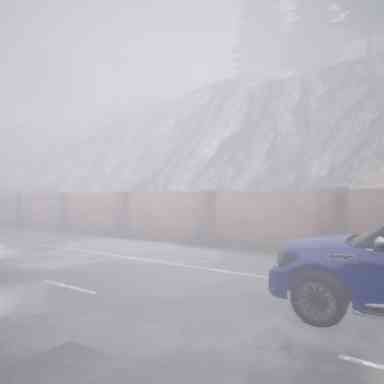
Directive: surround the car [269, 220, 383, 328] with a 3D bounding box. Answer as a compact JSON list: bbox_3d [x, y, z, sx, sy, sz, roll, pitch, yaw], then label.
[{"bbox_3d":[4.102,1.217,5.365,5.566,2.045,2.150,-1,-1,35],"label":"car"}]
